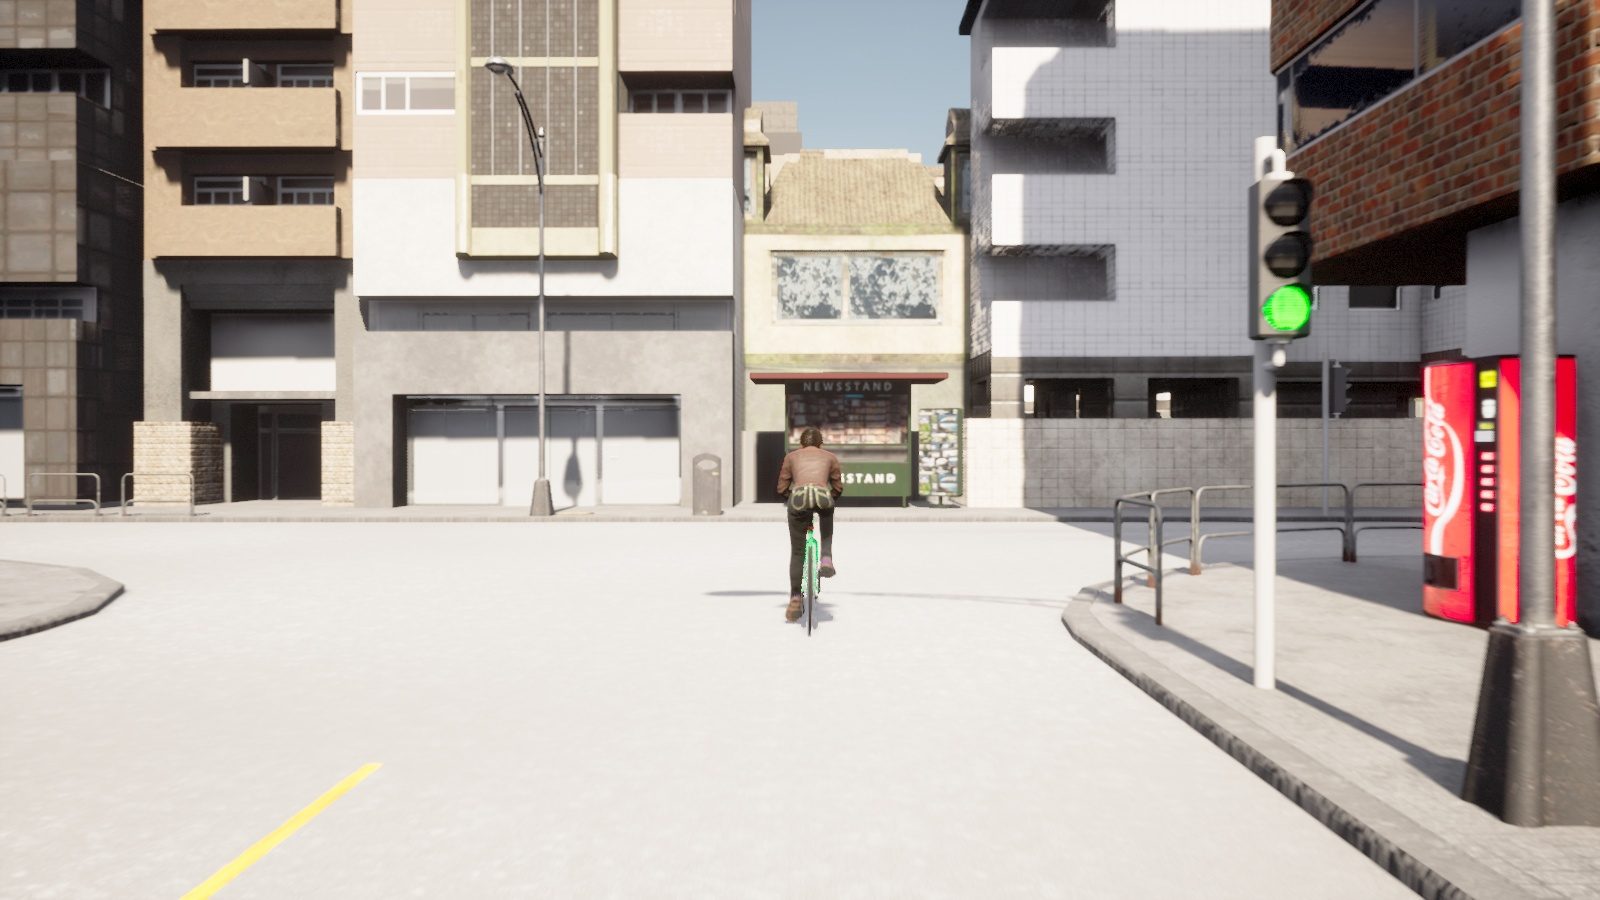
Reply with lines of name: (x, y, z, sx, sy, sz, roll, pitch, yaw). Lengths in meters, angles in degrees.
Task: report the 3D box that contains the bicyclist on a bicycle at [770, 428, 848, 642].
bicyclist on a bicycle: (0.089, 0.644, 10.349, 0.582, 1.620, 1.656, 0, 0, 1)
